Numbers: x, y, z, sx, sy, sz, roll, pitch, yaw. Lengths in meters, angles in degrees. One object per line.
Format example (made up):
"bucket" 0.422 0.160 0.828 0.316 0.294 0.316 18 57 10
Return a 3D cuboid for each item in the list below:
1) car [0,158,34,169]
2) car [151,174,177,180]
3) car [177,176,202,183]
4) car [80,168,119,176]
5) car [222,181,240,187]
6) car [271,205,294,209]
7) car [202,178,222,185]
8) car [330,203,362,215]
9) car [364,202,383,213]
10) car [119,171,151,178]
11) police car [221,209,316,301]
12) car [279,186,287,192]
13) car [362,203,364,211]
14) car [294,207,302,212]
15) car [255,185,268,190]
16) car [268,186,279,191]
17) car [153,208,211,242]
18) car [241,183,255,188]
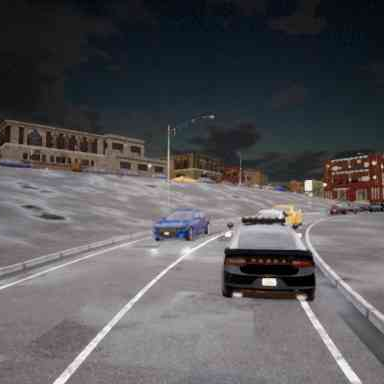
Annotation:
"car" -22.138 -3.299 41.358 4.553 1.767 2.185 3 -5 -40
"car" -5.332 -2.215 55.528 4.674 1.452 2.002 4 -5 -41
"car" -1.227 -1.987 59.255 5.008 1.535 2.097 4 -6 -42
"car" -13.744 -2.741 48.355 4.892 1.521 2.231 3 -5 -40
"car" 6.838 -1.396 67.077 4.792 1.488 2.163 4 -6 -45
"car" 4.257 1.640 17.747 1.812 1.442 4.674 -1 -1 19
"car" 2.779 -1.840 63.058 4.553 1.767 2.185 4 -6 -43
"car" 18.842 2.072 41.349 4.674 1.442 1.812 1 -4 -40
"car" 27.917 2.251 49.009 4.902 1.511 2.128 2 -4 -39
"car" -9.515 -2.510 51.895 4.892 1.521 2.231 3 -5 -40
"police car" 1.855 1.456 8.623 1.930 1.638 5.238 -1 0 10
"car" 21.738 -0.433 83.484 2.435 2.045 5.566 -3 -6 40
"car" 26.428 2.472 52.396 4.902 1.511 2.128 2 -4 -38
"car" 6.434 1.661 23.046 1.882 1.535 5.008 -2 -2 25
"car" 14.359 -0.853 75.004 2.231 1.521 4.892 -4 -6 43
"car" 18.095 -0.656 79.221 2.185 1.767 4.553 -4 -6 41
"car" -0.392 1.670 17.723 1.882 1.535 5.008 -2 -1 19
"car" 10.675 -1.101 71.034 2.002 1.452 4.674 -4 -6 44
